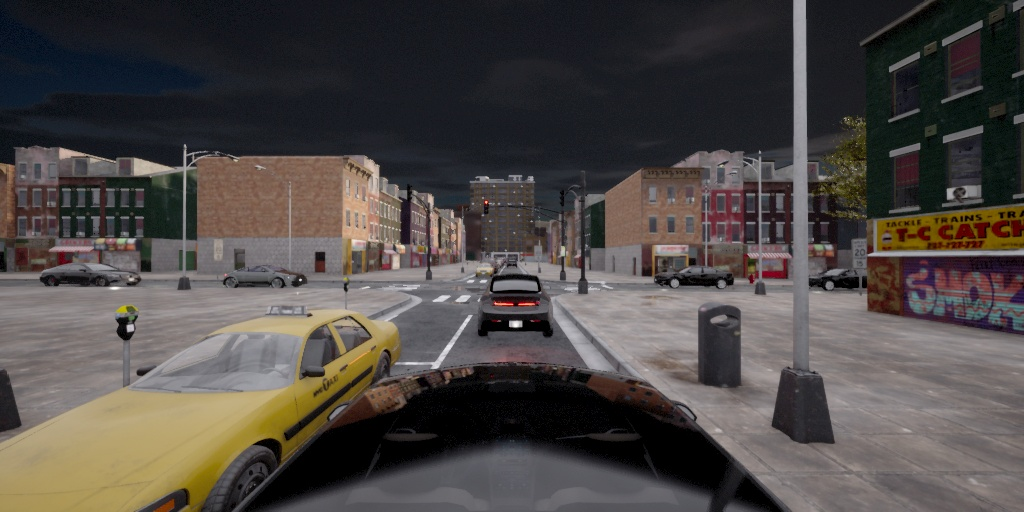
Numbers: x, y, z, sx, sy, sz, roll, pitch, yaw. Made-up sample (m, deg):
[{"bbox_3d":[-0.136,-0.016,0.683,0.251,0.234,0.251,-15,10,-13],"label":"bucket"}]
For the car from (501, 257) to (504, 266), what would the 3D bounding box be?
[{"bbox_3d":[-2.721,1.358,63.134,1.751,1.417,4.829,0,0,0],"label":"car"}]

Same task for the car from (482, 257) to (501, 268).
[{"bbox_3d":[-2.692,1.100,41.529,2.192,1.841,5.009,0,0,0],"label":"car"}]

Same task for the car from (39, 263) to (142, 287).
[{"bbox_3d":[-24.797,1.110,21.139,4.674,1.442,1.812,0,0,-1],"label":"car"}]

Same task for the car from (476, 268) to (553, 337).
[{"bbox_3d":[0.084,1.257,10.342,1.837,1.490,4.892,0,0,0],"label":"car"}]

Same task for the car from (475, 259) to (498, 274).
[{"bbox_3d":[-2.684,1.302,35.916,1.751,1.417,4.829,0,0,0],"label":"car"}]

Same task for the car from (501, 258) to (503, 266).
[{"bbox_3d":[-2.707,1.357,52.417,2.007,1.370,4.403,0,0,0],"label":"car"}]

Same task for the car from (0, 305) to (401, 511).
[{"bbox_3d":[-2.641,1.276,3.959,1.751,1.417,4.829,0,0,0],"label":"car"}]

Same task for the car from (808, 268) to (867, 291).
[{"bbox_3d":[22.384,1.546,24.389,5.008,1.535,1.882,1,0,-1],"label":"car"}]

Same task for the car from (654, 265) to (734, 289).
[{"bbox_3d":[12.255,1.393,24.326,5.008,1.535,1.882,1,0,0],"label":"car"}]

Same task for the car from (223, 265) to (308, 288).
[{"bbox_3d":[-14.504,1.220,21.203,4.181,1.385,1.994,0,0,0],"label":"car"}]
